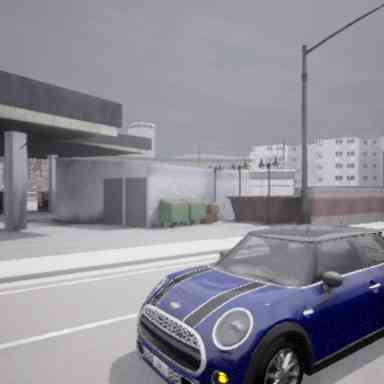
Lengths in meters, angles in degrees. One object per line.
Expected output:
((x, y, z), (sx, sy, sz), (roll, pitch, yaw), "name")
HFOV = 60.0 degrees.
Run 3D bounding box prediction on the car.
((1.475, 1.355, 5.041), (4.553, 1.767, 2.097), (0, 0, -35), "car")
